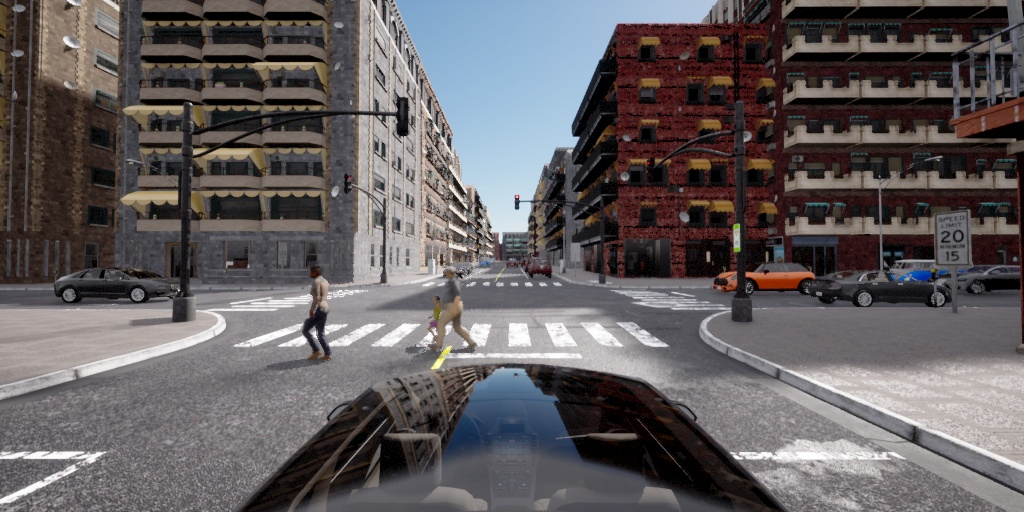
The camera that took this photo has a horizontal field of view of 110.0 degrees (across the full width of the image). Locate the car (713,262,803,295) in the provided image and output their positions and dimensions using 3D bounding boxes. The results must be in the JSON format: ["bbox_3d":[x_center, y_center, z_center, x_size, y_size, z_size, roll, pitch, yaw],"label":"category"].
[{"bbox_3d":[13.223,1.103,18.964,4.553,1.767,2.097,0,-1,1],"label":"car"}]

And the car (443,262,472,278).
[{"bbox_3d":[-5.278,1.328,33.770,1.948,1.339,4.313,0,0,0],"label":"car"}]

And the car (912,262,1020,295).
[{"bbox_3d":[24.870,1.214,18.888,4.902,1.511,2.128,0,-1,1],"label":"car"}]

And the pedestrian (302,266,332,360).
[{"bbox_3d":[-3.716,1.046,6.839,0.375,1.860,0.375,1,-1,0],"label":"pedestrian"}]

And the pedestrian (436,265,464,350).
[{"bbox_3d":[-1.266,1.044,7.435,0.375,1.860,0.375,1,-1,0],"label":"pedestrian"}]

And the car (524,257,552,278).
[{"bbox_3d":[2.603,1.077,33.806,2.192,1.841,5.009,0,0,0],"label":"car"}]

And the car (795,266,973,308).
[{"bbox_3d":[13.758,1.185,13.501,4.403,1.370,2.007,0,0,0],"label":"car"}]

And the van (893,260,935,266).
[{"bbox_3d":[24.925,1.115,21.340,3.998,1.789,1.690,0,0,0],"label":"van"}]

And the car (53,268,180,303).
[{"bbox_3d":[-17.344,1.281,16.087,4.892,1.490,1.837,0,-1,-1],"label":"car"}]

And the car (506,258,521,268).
[{"bbox_3d":[0.070,1.174,63.365,2.097,1.767,4.553,0,0,0],"label":"car"}]

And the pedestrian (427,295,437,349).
[{"bbox_3d":[-1.630,1.422,8.026,0.500,1.100,0.500,1,-1,0],"label":"pedestrian"}]

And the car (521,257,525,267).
[{"bbox_3d":[2.615,1.086,44.930,2.192,1.841,5.009,0,0,0],"label":"car"}]
